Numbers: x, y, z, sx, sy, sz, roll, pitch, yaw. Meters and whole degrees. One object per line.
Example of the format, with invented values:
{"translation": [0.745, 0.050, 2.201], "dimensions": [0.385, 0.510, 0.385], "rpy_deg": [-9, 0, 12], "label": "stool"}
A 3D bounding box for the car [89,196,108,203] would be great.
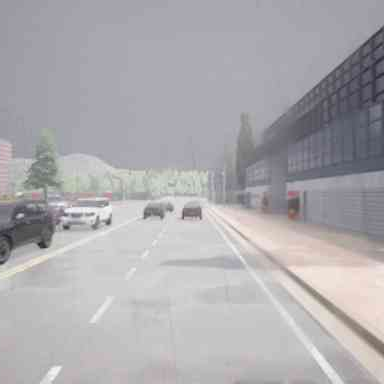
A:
{"translation": [-24.985, 1.876, 88.732], "dimensions": [4.605, 1.855, 1.932], "rpy_deg": [0, 0, 0], "label": "car"}

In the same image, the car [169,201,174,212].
{"translation": [-3.472, 1.927, 44.507], "dimensions": [1.994, 1.385, 4.181], "rpy_deg": [0, 0, 0], "label": "car"}

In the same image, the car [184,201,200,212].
{"translation": [0.021, 1.931, 44.936], "dimensions": [1.994, 1.385, 4.181], "rpy_deg": [0, 0, 2], "label": "car"}

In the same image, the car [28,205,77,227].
{"translation": [-10.566, 1.773, 25.536], "dimensions": [1.994, 1.385, 4.181], "rpy_deg": [0, 0, 0], "label": "car"}

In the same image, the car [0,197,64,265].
{"translation": [-7.078, 1.324, 12.434], "dimensions": [2.150, 2.045, 5.566], "rpy_deg": [0, 0, 0], "label": "car"}

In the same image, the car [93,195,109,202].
{"translation": [-24.929, 1.902, 91.626], "dimensions": [3.866, 1.878, 1.905], "rpy_deg": [0, 0, 0], "label": "car"}

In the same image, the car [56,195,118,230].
{"translation": [-7.063, 1.410, 23.089], "dimensions": [2.150, 2.045, 5.566], "rpy_deg": [0, 0, 1], "label": "car"}

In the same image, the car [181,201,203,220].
{"translation": [0.002, 1.736, 31.588], "dimensions": [1.882, 1.535, 5.008], "rpy_deg": [0, 0, 0], "label": "car"}

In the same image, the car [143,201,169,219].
{"translation": [-3.497, 1.763, 31.676], "dimensions": [1.837, 1.490, 4.892], "rpy_deg": [0, -1, 0], "label": "car"}
